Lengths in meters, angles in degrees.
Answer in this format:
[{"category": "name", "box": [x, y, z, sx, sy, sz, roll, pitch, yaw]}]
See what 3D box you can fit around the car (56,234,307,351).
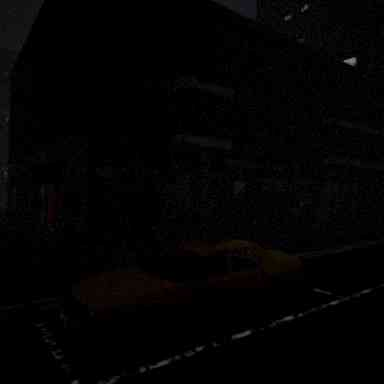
[{"category": "car", "box": [0.125, 1.510, 6.163, 4.829, 1.417, 1.752, 0, 2, -35]}]
